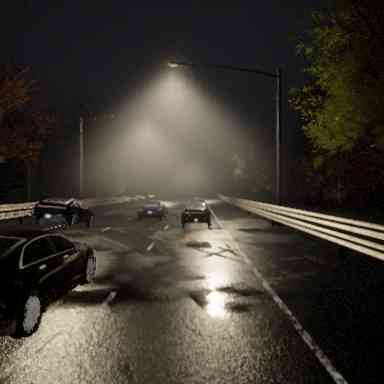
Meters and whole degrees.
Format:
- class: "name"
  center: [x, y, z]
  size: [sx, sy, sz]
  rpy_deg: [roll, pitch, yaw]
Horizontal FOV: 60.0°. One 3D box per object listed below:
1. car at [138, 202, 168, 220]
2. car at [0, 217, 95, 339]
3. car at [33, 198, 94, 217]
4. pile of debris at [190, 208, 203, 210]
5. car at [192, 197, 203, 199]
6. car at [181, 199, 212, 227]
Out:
- class: "car"
  center: [-3.137, 1.504, 27.177]
  size: [1.994, 1.385, 4.181]
  rpy_deg: [0, 0, 1]
- class: "car"
  center: [-3.369, 1.492, 6.536]
  size: [1.837, 1.490, 4.892]
  rpy_deg: [0, 0, 0]
- class: "car"
  center: [-6.745, 1.109, 18.093]
  size: [2.128, 1.511, 4.902]
  rpy_deg: [6, -5, 1]
- class: "pile of debris"
  center: [0.521, 2.078, 39.914]
  size: [1.500, 0.140, 1.860]
  rpy_deg: [0, 0, 1]
- class: "car"
  center: [0.648, 1.390, 40.850]
  size: [2.128, 1.511, 4.902]
  rpy_deg: [0, 0, 1]
- class: "car"
  center: [0.280, 1.445, 22.121]
  size: [2.128, 1.511, 4.902]
  rpy_deg: [0, 0, 1]
